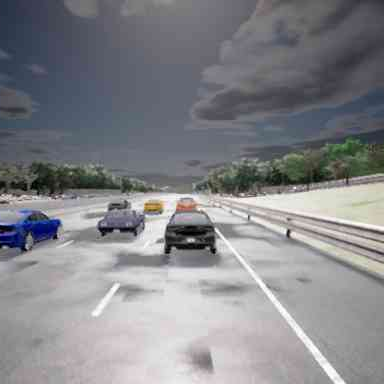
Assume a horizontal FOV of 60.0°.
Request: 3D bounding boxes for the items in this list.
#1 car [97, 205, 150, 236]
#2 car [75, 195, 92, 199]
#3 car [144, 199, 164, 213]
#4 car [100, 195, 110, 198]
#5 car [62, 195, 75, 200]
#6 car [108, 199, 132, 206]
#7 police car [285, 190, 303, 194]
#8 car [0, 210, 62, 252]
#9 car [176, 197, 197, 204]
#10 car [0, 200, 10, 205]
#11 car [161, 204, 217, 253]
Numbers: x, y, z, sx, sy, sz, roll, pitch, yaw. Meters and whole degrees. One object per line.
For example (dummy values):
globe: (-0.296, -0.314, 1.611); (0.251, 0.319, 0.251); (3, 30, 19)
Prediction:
car: (-3.683, 1.597, 18.285); (1.895, 1.301, 4.718); (0, 0, -1)
car: (-22.529, 1.411, 70.654); (2.128, 1.511, 4.902); (0, 0, -1)
car: (-4.112, 1.455, 36.528); (1.882, 1.535, 5.008); (0, 0, -1)
car: (-19.083, 1.378, 72.959); (1.837, 1.490, 4.892); (0, 0, -1)
car: (-26.028, 1.363, 70.571); (1.882, 1.535, 5.008); (0, 0, -1)
car: (-7.578, 1.484, 35.085); (1.837, 1.490, 4.892); (0, 0, -1)
police car: (22.116, 0.092, 72.560); (2.038, 1.542, 4.974); (0, -4, -15)
car: (-7.092, 1.475, 13.938); (1.882, 1.535, 5.008); (0, 0, -1)
car: (-0.567, 1.333, 34.711); (2.097, 1.767, 4.553); (0, 0, -1)
car: (-18.171, 1.506, 30.595); (1.812, 1.442, 4.674); (0, 0, -1)
car: (-0.086, 1.477, 13.761); (1.882, 1.535, 5.008); (0, 0, -1)
